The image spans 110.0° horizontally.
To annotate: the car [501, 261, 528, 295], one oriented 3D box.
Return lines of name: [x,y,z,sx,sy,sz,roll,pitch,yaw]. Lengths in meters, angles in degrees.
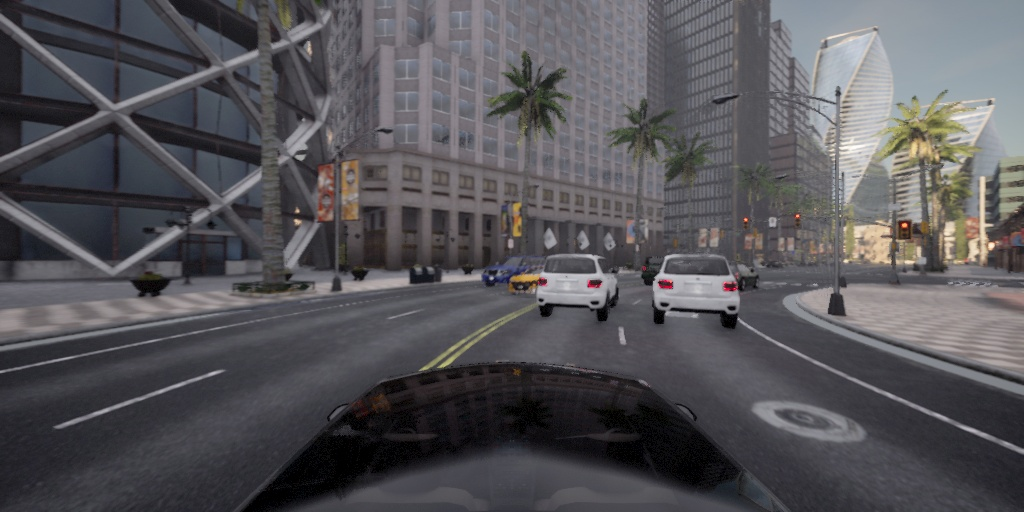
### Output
car: [1.709,1.246,19.413,1.882,1.535,5.008,0,0,32]

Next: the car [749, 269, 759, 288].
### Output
car: [14.369,1.221,23.310,4.553,1.767,2.097,0,0,-43]

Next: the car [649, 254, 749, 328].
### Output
car: [5.843,1.010,11.964,2.150,2.045,5.566,0,-1,21]

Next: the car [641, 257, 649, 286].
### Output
car: [11.242,1.060,25.276,5.566,2.045,2.150,2,-1,-42]

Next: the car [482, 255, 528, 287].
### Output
car: [0.379,0.980,23.839,2.150,2.045,5.566,0,0,36]

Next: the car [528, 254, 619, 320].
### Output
car: [2.555,0.989,13.044,2.150,2.045,5.566,0,-1,21]
